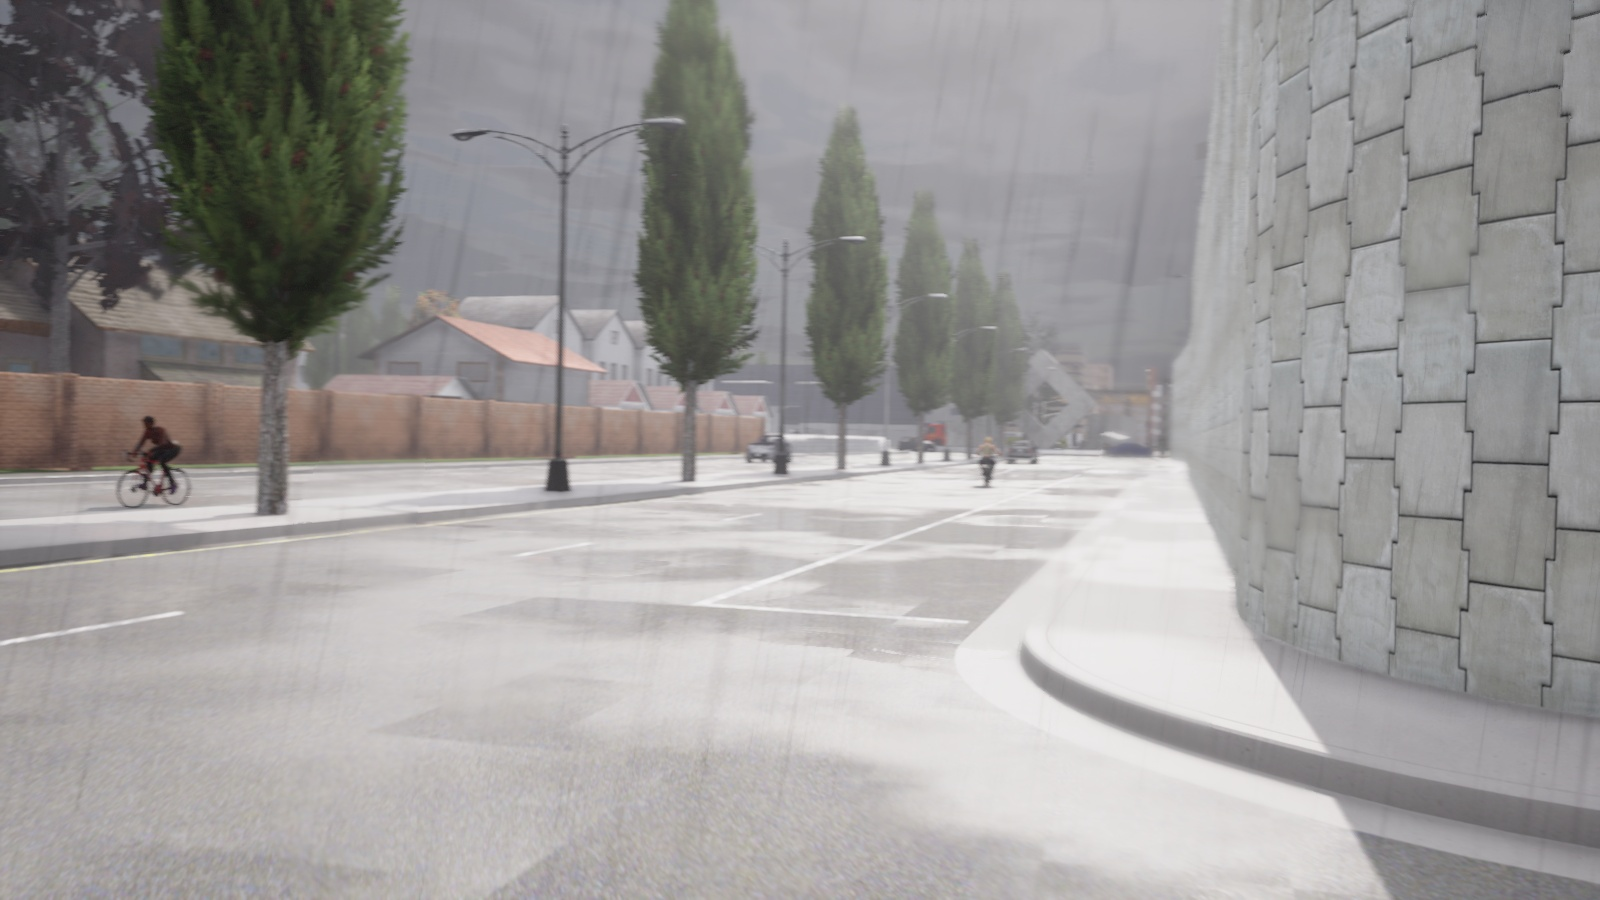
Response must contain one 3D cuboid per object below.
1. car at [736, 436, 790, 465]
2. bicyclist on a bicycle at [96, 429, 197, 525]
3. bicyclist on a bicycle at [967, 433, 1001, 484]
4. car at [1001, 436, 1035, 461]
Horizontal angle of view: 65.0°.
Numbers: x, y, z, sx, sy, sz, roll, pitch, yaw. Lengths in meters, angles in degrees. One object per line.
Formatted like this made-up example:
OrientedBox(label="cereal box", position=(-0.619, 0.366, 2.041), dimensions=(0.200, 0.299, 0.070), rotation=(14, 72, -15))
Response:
OrientedBox(label="car", position=(-1.933, 0.023, 67.011), dimensions=(1.845, 1.501, 3.633), rotation=(0, 1, 16))
OrientedBox(label="bicyclist on a bicycle", position=(-11.457, 0.434, 22.064), dimensions=(0.582, 1.620, 1.656), rotation=(0, 1, 16))
OrientedBox(label="bicyclist on a bicycle", position=(5.938, 0.271, 40.548), dimensions=(0.866, 1.612, 1.509), rotation=(0, 1, 17))
OrientedBox(label="car", position=(13.987, -0.108, 80.443), dimensions=(1.789, 1.549, 3.705), rotation=(0, 1, 16))
